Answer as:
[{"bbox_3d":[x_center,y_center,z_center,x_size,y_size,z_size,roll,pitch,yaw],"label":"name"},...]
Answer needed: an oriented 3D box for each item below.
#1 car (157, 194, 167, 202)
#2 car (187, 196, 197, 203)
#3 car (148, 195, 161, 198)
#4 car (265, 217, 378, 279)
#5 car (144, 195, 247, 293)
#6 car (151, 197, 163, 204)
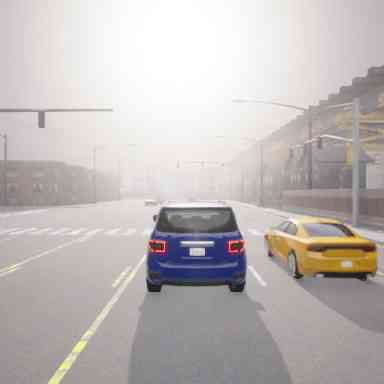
[{"bbox_3d":[-6.985,1.441,77.884,2.097,1.767,4.553,0,0,0],"label":"car"},{"bbox_3d":[0.028,1.640,73.479,2.033,1.411,5.357,0,0,0],"label":"car"},{"bbox_3d":[-7.062,1.606,57.953,2.033,1.411,5.357,0,0,0],"label":"car"},{"bbox_3d":[3.569,1.503,10.120,1.882,1.535,5.008,0,0,0],"label":"car"},{"bbox_3d":[0.066,1.236,9.058,2.150,2.045,5.566,0,0,-1],"label":"car"},{"bbox_3d":[-7.001,1.673,67.572,1.895,1.301,4.718,0,0,1],"label":"car"}]
